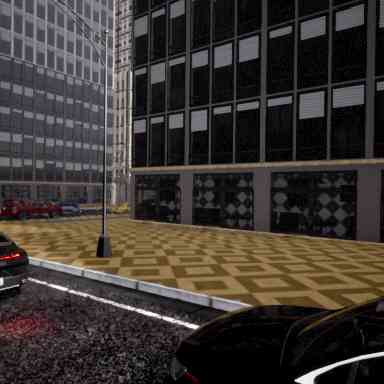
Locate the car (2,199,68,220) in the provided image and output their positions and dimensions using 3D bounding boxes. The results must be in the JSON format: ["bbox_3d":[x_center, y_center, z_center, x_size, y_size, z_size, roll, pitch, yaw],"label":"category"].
[{"bbox_3d":[-14.164,1.519,29.664,2.192,1.841,5.009,1,0,37],"label":"car"}]

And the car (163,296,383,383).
[{"bbox_3d":[1.986,1.505,2.258,4.892,1.490,1.837,0,0,36],"label":"car"}]

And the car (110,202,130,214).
[{"bbox_3d":[-7.334,1.830,38.852,1.752,1.417,4.829,1,0,37],"label":"car"}]

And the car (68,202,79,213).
[{"bbox_3d":[-15.096,1.728,38.100,1.994,1.385,4.181,1,0,37],"label":"car"}]

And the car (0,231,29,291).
[{"bbox_3d":[-5.731,1.500,7.801,4.892,1.490,1.837,0,0,36],"label":"car"}]

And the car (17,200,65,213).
[{"bbox_3d":[-17.628,1.643,39.051,1.752,1.417,4.829,1,0,37],"label":"car"}]
